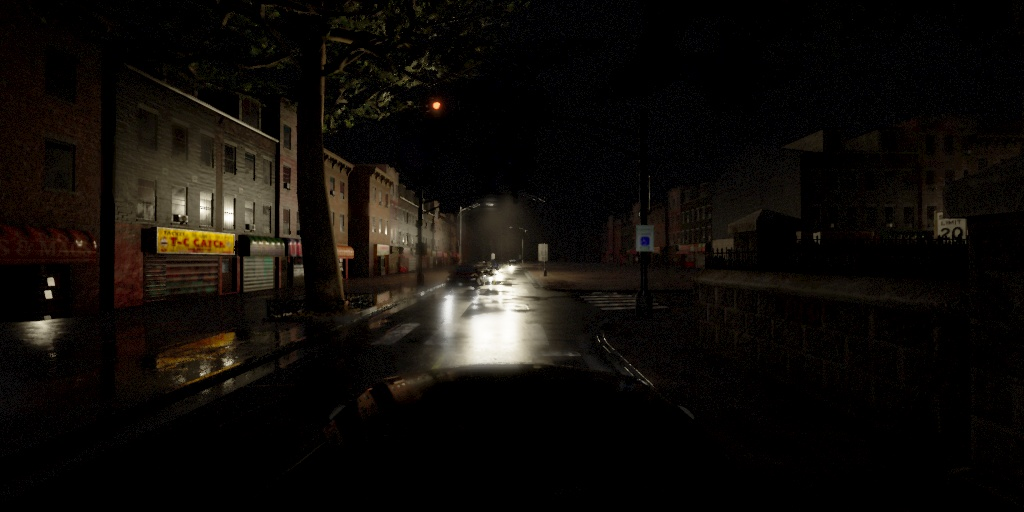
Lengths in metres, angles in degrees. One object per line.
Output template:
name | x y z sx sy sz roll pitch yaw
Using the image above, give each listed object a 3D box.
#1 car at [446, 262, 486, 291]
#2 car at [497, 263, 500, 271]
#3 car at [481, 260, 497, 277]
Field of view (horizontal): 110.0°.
car | -2.815 1.284 21.932 1.812 1.442 4.674 0 0 0
car | -2.761 1.322 49.486 1.812 1.442 4.674 0 0 0
car | -2.795 1.276 35.982 1.837 1.490 4.892 0 -1 0
